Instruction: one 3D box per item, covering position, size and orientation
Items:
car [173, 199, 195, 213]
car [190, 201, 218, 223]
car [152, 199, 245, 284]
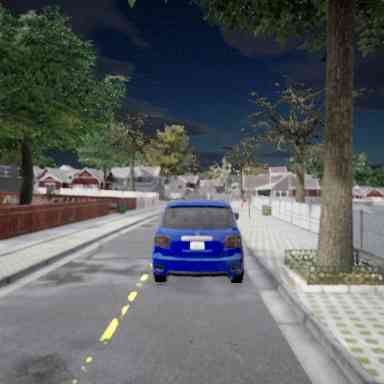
[{"bbox_3d":[-0.878,1.515,37.746,1.994,1.385,4.181,0,0,6],"label":"car"},{"bbox_3d":[1.106,1.501,26.781,2.033,1.411,5.357,0,0,4],"label":"car"},{"bbox_3d":[0.230,1.201,9.673,2.150,2.045,5.566,0,0,3],"label":"car"}]
